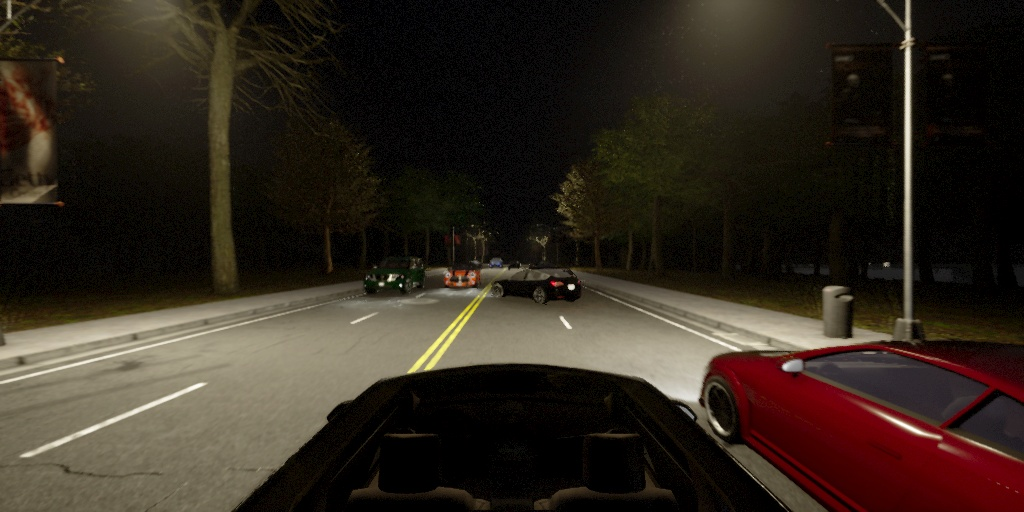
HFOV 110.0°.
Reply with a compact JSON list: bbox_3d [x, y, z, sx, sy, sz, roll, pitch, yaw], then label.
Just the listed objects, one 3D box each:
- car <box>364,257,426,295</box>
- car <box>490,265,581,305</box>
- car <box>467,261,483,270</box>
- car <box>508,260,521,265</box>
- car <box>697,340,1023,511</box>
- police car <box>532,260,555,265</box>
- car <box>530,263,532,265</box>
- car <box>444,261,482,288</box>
[{"bbox_3d":[-6.557,1.065,20.805,2.150,2.045,5.566,0,0,0],"label":"car"},{"bbox_3d":[1.031,1.329,16.670,2.163,1.488,4.792,0,0,-38],"label":"car"},{"bbox_3d":[-6.191,1.562,60.963,2.128,1.511,4.902,0,0,1],"label":"car"},{"bbox_3d":[0.353,1.565,58.936,1.837,1.490,4.892,0,0,1],"label":"car"},{"bbox_3d":[3.251,1.319,2.679,1.994,1.385,4.181,0,0,0],"label":"car"},{"bbox_3d":[3.372,1.350,35.759,1.930,1.638,5.238,0,0,0],"label":"police car"},{"bbox_3d":[3.457,1.338,46.610,2.097,1.767,4.553,0,0,1],"label":"car"},{"bbox_3d":[-3.286,1.217,24.743,2.097,1.767,4.553,0,0,0],"label":"car"}]
